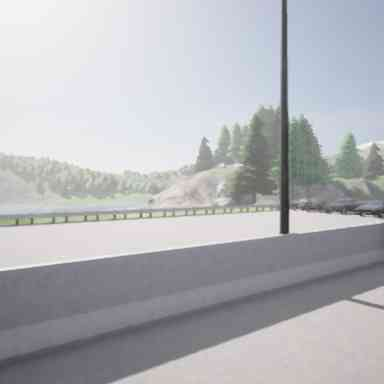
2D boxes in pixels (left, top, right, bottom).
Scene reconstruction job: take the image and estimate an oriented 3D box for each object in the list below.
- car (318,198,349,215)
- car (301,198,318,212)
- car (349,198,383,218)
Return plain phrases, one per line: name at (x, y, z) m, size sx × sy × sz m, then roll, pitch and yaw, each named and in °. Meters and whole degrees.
car at (14.401, 1.325, 31.427) m, size 4.892 × 1.490 × 1.837 m, roll 0°, pitch 0°, yaw -35°
car at (13.384, 1.375, 34.993) m, size 4.181 × 1.385 × 1.994 m, roll 0°, pitch 0°, yaw -35°
car at (15.972, 1.369, 28.266) m, size 5.357 × 1.411 × 2.033 m, roll 0°, pitch 0°, yaw -35°
